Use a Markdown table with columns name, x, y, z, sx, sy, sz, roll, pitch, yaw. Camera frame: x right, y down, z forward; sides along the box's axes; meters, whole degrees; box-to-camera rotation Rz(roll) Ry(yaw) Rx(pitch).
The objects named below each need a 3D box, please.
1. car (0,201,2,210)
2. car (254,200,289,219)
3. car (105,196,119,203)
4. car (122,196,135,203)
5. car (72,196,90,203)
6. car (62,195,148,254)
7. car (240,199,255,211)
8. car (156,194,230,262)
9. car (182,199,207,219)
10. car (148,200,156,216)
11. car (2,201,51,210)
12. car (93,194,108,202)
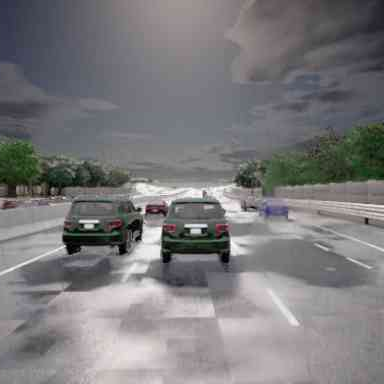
| name | x | y | z | sx | sy | sz | roll | pitch | yaw |
| --- | --- | --- | --- | --- | --- | --- | --- | --- | --- |
| car | -17.497 | 1.525 | 30.221 | 1.812 | 1.442 | 4.674 | 0 | 0 | 0 |
| car | 7.037 | 1.480 | 29.120 | 1.882 | 1.535 | 5.008 | 0 | 0 | 2 |
| car | -16.984 | 1.562 | 71.074 | 1.837 | 1.490 | 4.892 | 0 | 0 | 1 |
| car | -13.490 | 1.615 | 70.604 | 1.994 | 1.385 | 4.181 | 0 | 0 | 1 |
| car | -23.970 | 1.585 | 72.095 | 2.033 | 1.411 | 5.357 | 0 | 0 | 1 |
| car | -3.379 | 1.214 | 13.612 | 2.150 | 2.045 | 5.566 | 0 | 0 | 0 |
| car | 7.221 | 1.570 | 42.024 | 2.033 | 1.411 | 5.357 | 0 | 0 | 1 |
| car | 0.117 | 1.215 | 12.240 | 2.150 | 2.045 | 5.566 | 0 | 0 | 0 |
| car | 0.198 | 1.495 | 30.479 | 2.128 | 1.511 | 4.902 | 0 | 0 | 0 |
| car | -3.291 | 1.482 | 32.050 | 1.882 | 1.535 | 5.008 | 0 | 0 | 0 |
| car | -14.007 | 1.547 | 29.296 | 2.033 | 1.411 | 5.357 | 0 | 0 | 0 |
| car | -20.431 | 1.378 | 74.697 | 2.097 | 1.767 | 4.553 | 0 | 0 | 1 |
